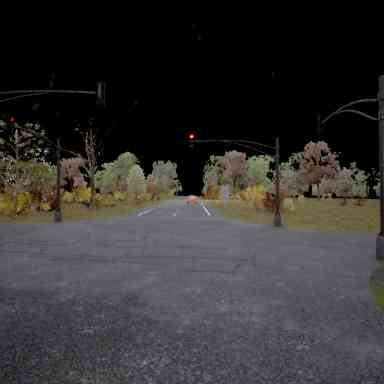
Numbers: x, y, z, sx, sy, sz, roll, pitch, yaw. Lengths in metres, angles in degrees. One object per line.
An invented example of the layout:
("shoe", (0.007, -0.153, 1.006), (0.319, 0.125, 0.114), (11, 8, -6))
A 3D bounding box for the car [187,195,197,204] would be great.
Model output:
("car", (0.018, 1.424, 68.007), (2.097, 1.767, 4.553), (0, 0, 0))

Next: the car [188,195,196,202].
("car", (0.020, 1.449, 78.042), (1.812, 1.442, 4.674), (0, 0, 0))
